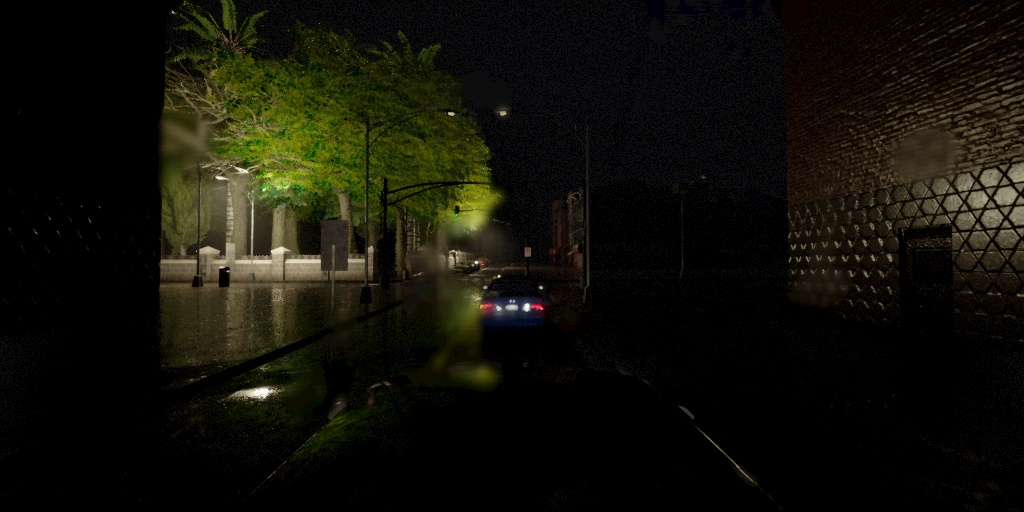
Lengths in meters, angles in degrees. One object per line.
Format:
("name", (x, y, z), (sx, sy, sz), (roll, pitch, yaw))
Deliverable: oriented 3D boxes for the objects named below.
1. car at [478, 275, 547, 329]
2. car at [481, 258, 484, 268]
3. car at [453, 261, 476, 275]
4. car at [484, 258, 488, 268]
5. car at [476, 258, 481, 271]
("car", (0.032, 1.303, 11.246), (2.033, 1.411, 5.357), (0, 0, 1))
("car", (-5.577, 1.378, 52.426), (1.948, 1.339, 4.313), (0, 0, 0))
("car", (-5.509, 1.338, 39.841), (2.007, 1.370, 4.403), (0, 0, 0))
("car", (-5.659, 1.425, 63.325), (1.802, 1.307, 4.207), (0, 0, 0))
("car", (-5.536, 1.351, 46.976), (2.007, 1.370, 4.403), (0, 0, 0))
